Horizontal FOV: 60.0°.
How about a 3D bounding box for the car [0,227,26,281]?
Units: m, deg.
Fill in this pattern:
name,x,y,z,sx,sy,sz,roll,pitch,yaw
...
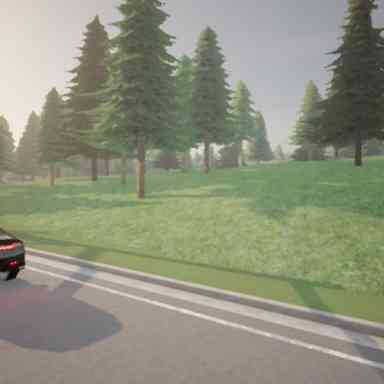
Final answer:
name,x,y,z,sx,sy,sz,roll,pitch,yaw
car,-6.009,1.345,8.170,4.902,1.511,2.128,1,1,36
